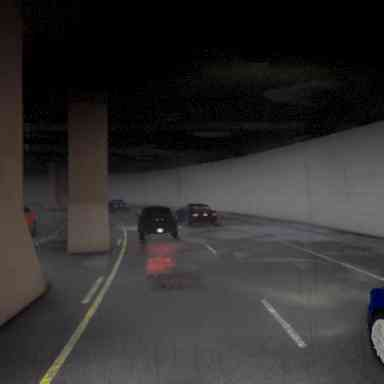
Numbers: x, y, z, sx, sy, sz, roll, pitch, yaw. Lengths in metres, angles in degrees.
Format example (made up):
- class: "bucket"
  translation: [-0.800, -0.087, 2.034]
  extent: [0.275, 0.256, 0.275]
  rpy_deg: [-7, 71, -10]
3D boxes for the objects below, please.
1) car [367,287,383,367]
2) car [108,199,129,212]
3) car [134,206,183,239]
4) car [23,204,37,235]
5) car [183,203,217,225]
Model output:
- class: "car"
  translation: [3.400, 1.462, 2.590]
  extent: [1.882, 1.535, 5.008]
  rpy_deg: [0, 0, -2]
- class: "car"
  translation: [-8.723, 1.535, 38.113]
  extent: [2.033, 1.411, 5.357]
  rpy_deg: [0, 0, -26]
- class: "car"
  translation: [-1.919, 1.492, 17.525]
  extent: [1.837, 1.490, 4.892]
  rpy_deg: [0, 0, -11]
- class: "car"
  translation: [-8.907, 1.366, 15.722]
  extent: [2.097, 1.767, 4.553]
  rpy_deg: [0, 0, -12]
- class: "car"
  translation: [0.202, 1.519, 23.960]
  extent: [2.033, 1.411, 5.357]
  rpy_deg: [0, 0, -15]
